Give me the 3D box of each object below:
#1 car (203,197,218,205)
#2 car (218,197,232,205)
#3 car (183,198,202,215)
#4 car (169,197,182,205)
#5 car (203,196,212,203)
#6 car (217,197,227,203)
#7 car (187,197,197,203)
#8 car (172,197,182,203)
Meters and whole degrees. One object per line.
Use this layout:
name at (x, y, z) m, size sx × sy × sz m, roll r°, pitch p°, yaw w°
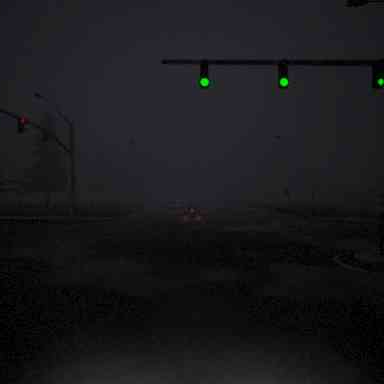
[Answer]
car at (3.505, 1.909, 67.658) m, size 2.033 × 1.411 × 5.357 m, roll 0°, pitch 0°, yaw 0°
car at (7.006, 1.923, 68.074) m, size 1.994 × 1.385 × 4.181 m, roll 0°, pitch 0°, yaw 0°
car at (0.003, 1.726, 37.050) m, size 1.812 × 1.442 × 4.674 m, roll 0°, pitch 0°, yaw 0°
car at (-3.494, 1.889, 68.075) m, size 1.812 × 1.442 × 4.674 m, roll 0°, pitch 0°, yaw 0°
car at (3.506, 1.807, 78.078) m, size 1.882 × 1.535 × 5.008 m, roll 0°, pitch 0°, yaw 0°
car at (7.006, 1.853, 78.077) m, size 1.812 × 1.442 × 4.674 m, roll 0°, pitch 0°, yaw 0°
car at (0.006, 1.854, 78.078) m, size 2.128 × 1.511 × 4.902 m, roll 0°, pitch 0°, yaw 0°
car at (-3.494, 1.854, 78.078) m, size 2.128 × 1.511 × 4.902 m, roll 0°, pitch 0°, yaw 0°
